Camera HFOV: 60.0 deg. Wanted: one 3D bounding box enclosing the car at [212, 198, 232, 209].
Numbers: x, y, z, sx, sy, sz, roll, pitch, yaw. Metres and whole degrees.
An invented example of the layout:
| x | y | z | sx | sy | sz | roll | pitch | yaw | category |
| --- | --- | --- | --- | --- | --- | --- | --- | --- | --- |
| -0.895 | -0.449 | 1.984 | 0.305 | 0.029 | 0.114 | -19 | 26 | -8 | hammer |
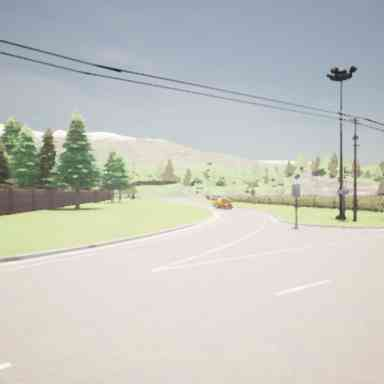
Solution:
| x | y | z | sx | sy | sz | roll | pitch | yaw | category |
| --- | --- | --- | --- | --- | --- | --- | --- | --- | --- |
| 4.231 | 1.553 | 47.237 | 1.882 | 1.535 | 5.008 | 0 | 0 | -10 | car |
